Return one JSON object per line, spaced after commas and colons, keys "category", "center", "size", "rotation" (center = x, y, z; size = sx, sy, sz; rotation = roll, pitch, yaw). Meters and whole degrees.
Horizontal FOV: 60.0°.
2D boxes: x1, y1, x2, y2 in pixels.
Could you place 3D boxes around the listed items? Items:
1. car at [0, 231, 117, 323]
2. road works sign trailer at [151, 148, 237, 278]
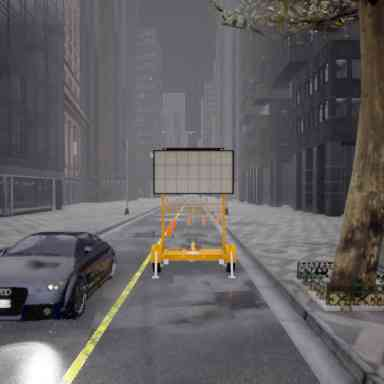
{"category": "car", "center": [-2.980, 1.566, 7.212], "size": [1.994, 1.385, 4.181], "rotation": [0, 0, 0]}
{"category": "road works sign trailer", "center": [0.045, 0.468, 10.088], "size": [2.380, 3.560, 2.880], "rotation": [0, 0, 0]}
